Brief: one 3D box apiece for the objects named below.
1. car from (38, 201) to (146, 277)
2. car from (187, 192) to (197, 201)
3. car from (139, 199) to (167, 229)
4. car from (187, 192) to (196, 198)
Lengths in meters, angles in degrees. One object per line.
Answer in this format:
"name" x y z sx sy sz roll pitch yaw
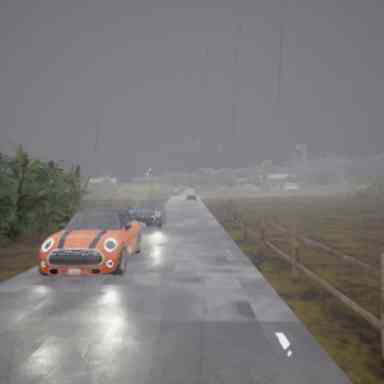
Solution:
"car" -2.858 1.315 10.257 2.097 1.767 4.553 0 0 -1
"car" -0.094 0.915 64.273 1.882 1.535 5.008 0 1 0
"car" -2.779 1.260 21.124 2.097 1.767 4.553 0 0 0
"car" -0.112 0.666 74.650 2.033 1.411 5.357 0 1 0
